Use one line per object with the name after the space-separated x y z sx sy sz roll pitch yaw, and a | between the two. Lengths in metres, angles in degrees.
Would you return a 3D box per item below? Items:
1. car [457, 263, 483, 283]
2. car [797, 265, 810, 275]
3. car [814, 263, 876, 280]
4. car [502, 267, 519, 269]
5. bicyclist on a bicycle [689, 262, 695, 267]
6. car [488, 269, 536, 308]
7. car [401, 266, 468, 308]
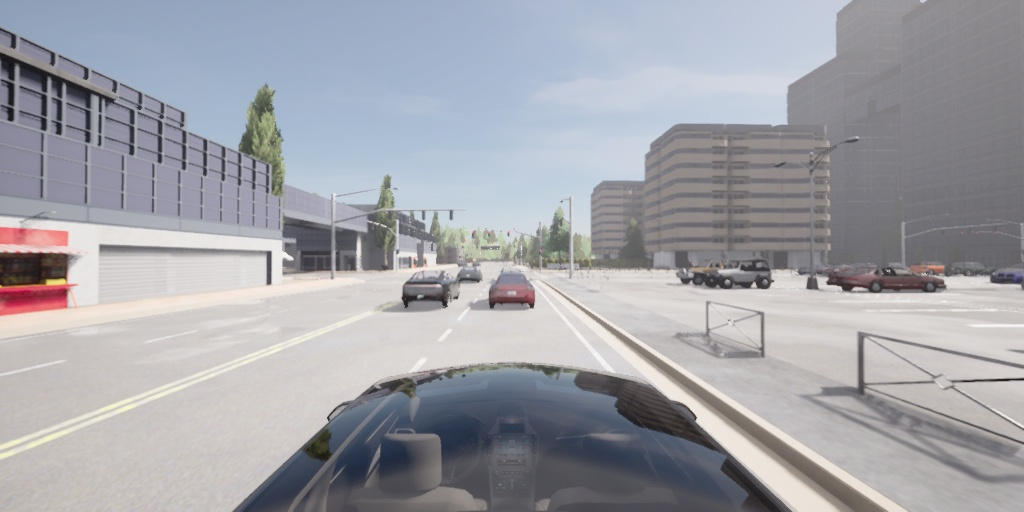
-3.657 1.588 31.151 1.994 1.385 4.181 0 0 -2 | car
37.414 1.707 43.736 4.181 1.385 1.994 0 -1 -1 | car
37.301 1.710 40.230 4.718 1.301 1.895 0 -1 -2 | car
-0.115 1.624 31.071 1.895 1.301 4.718 0 0 0 | car
17.937 1.370 35.782 0.582 1.620 1.656 0 -1 -2 | bicyclist on a bicycle
0.001 1.449 16.144 1.994 1.385 4.181 0 0 0 | car
-3.498 1.377 16.145 2.128 1.511 4.902 0 0 0 | car
